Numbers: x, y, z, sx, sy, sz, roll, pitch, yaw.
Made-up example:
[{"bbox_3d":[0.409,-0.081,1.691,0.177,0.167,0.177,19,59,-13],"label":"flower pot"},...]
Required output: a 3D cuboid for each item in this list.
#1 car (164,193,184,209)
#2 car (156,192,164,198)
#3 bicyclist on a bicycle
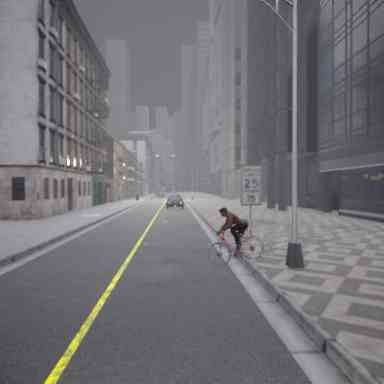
[{"bbox_3d":[-1.853,1.134,36.617,1.895,1.301,4.718,0,1,-3],"label":"car"},{"bbox_3d":[-6.937,0.677,73.547,1.895,1.301,4.718,0,1,-3],"label":"car"},{"bbox_3d":[1.172,1.234,9.493,1.656,1.620,0.582,-10,1,-3],"label":"bicyclist on a bicycle"}]
